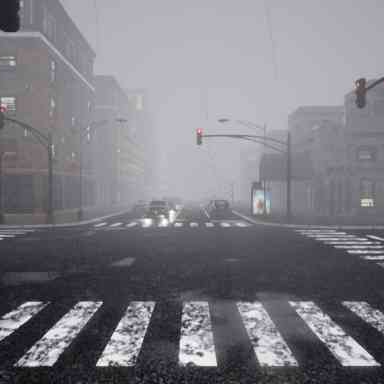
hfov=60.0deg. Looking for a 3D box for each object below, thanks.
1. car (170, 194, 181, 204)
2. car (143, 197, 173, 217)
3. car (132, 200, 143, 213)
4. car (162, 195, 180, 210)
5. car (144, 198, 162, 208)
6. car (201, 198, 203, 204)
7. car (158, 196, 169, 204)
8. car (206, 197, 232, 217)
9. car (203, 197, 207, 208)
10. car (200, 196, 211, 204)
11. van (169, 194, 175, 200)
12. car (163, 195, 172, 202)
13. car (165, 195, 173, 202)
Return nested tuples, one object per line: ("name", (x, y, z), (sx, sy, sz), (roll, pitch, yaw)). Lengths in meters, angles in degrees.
("car", (-3.014, 1.524, 59.827), (2.128, 1.511, 4.902), (0, 0, 1))
("car", (-3.084, 1.510, 30.925), (1.837, 1.490, 4.892), (0, 0, 0))
("car", (-5.675, 1.561, 37.483), (2.008, 1.369, 4.403), (0, 0, 0))
("car", (-3.073, 1.507, 42.769), (2.128, 1.511, 4.902), (0, 0, 0))
("car", (-5.668, 1.571, 48.876), (2.008, 1.369, 4.403), (0, 0, 0))
("car", (2.712, 1.571, 48.884), (2.008, 1.369, 4.403), (0, 0, 0))
("car", (-5.659, 1.565, 65.796), (1.752, 1.417, 4.829), (0, 0, 0))
("car", (2.701, 1.446, 31.793), (1.967, 1.590, 4.097), (0, 0, 0))
("car", (2.709, 1.597, 43.187), (1.802, 1.307, 4.206), (0, 0, 0))
("car", (2.722, 1.591, 65.974), (2.008, 1.369, 4.403), (-1, 0, 0))
("van", (-5.645, 1.430, 94.449), (1.690, 1.788, 3.998), (-1, 0, 0))
("car", (-5.654, 1.497, 77.358), (1.967, 1.590, 4.097), (0, 0, 0))
("car", (-5.650, 1.592, 82.885), (1.752, 1.417, 4.829), (-1, 0, 0))
